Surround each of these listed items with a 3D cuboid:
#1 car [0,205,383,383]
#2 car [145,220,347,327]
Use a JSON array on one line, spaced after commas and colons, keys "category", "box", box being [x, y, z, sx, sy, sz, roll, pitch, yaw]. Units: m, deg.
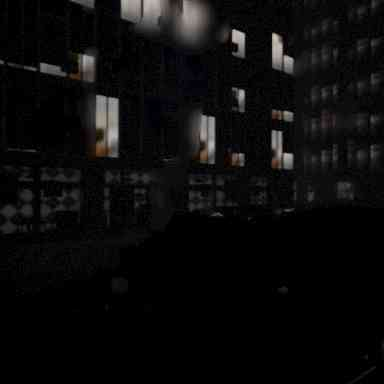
[{"category": "car", "box": [0.579, 1.213, 3.796, 5.566, 2.045, 2.150, 0, 0, -37]}, {"category": "car", "box": [1.394, 1.527, 7.558, 4.507, 1.381, 1.887, 0, 1, -35]}]
